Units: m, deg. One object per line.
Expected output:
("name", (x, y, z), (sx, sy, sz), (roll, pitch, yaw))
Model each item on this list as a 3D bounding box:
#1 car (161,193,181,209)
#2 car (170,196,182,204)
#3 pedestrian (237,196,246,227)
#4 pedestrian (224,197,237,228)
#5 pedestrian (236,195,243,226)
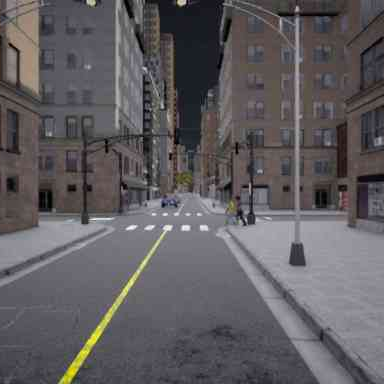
("car", (-3.134, 1.227, 47.030), (2.150, 2.045, 5.566), (0, 0, 0))
("car", (-3.078, 1.564, 65.168), (2.033, 1.411, 5.357), (0, 0, 1))
("pedestrian", (2.844, 1.139, 19.800), (0.375, 1.860, 0.375), (0, 0, 0))
("pedestrian", (2.224, 1.139, 19.261), (0.375, 1.860, 0.375), (0, 0, 0))
("pedestrian", (2.895, 1.139, 20.475), (0.375, 1.860, 0.375), (0, 0, 0))
